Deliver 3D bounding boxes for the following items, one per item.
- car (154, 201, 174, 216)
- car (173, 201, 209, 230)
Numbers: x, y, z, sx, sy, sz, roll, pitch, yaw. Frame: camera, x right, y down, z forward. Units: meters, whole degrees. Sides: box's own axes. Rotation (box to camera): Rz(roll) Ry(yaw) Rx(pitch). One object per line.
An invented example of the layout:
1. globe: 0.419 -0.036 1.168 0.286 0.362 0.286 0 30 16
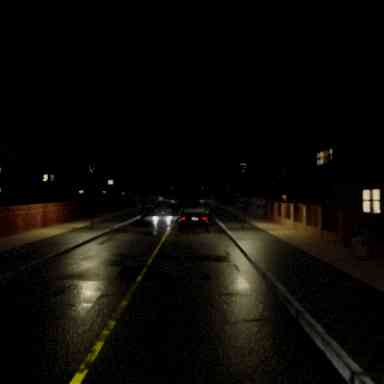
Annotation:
1. car: -2.739 1.589 33.784 2.033 1.411 5.357 0 0 0
2. car: 0.107 1.566 21.257 2.033 1.411 5.357 0 0 0
